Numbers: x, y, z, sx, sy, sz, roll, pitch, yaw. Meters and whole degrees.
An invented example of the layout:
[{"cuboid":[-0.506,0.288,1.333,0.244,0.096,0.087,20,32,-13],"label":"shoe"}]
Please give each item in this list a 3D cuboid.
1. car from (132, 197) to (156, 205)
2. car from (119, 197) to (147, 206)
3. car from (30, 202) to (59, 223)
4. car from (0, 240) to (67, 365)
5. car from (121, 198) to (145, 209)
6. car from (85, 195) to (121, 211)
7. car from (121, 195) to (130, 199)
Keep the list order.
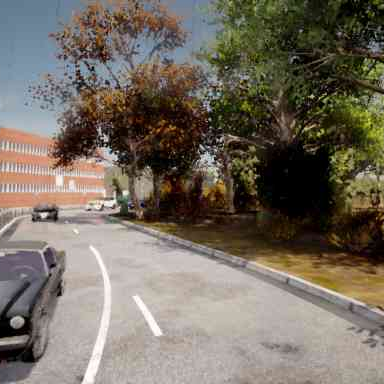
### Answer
[{"cuboid":[-10.321,1.924,71.211,4.674,1.452,2.002,0,0,14],"label":"car"},{"cuboid":[-11.675,1.863,65.725,5.008,1.535,2.097,0,0,14],"label":"car"},{"cuboid":[-12.071,1.622,27.376,2.128,1.511,4.902,0,0,-22],"label":"car"},{"cuboid":[-3.320,1.605,5.731,1.895,1.301,4.718,0,0,-16],"label":"car"},{"cuboid":[-8.125,1.898,47.885,1.895,1.301,4.718,0,0,14],"label":"car"},{"cuboid":[-12.198,1.546,45.129,2.150,2.045,5.566,0,0,14],"label":"car"},{"cuboid":[-13.050,1.585,60.244,5.566,2.045,2.435,0,0,14],"label":"car"}]
